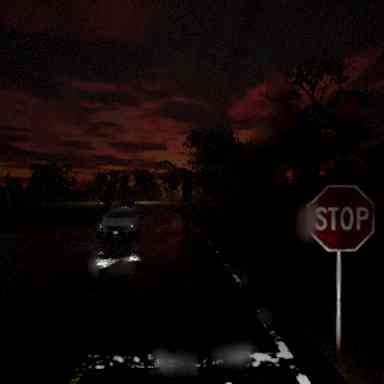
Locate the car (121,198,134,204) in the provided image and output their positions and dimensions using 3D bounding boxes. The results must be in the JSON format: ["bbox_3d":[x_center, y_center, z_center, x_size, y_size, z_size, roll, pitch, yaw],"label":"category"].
[{"bbox_3d":[-10.045,1.658,51.830,1.895,1.301,4.718,0,0,-15],"label":"car"}]

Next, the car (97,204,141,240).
[{"bbox_3d":[-3.657,1.554,17.318,1.812,1.442,4.674,0,0,-5],"label":"car"}]
